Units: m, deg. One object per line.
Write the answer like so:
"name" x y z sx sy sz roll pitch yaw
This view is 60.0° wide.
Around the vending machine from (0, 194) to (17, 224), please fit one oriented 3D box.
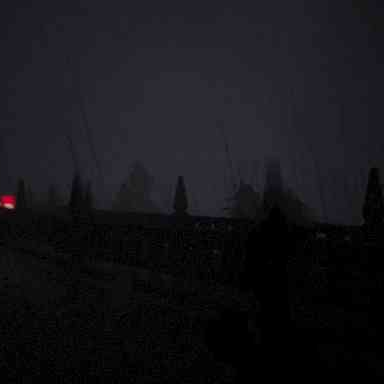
"vending machine" -13.396 1.223 24.119 1.100 2.100 0.880 0 0 -35
